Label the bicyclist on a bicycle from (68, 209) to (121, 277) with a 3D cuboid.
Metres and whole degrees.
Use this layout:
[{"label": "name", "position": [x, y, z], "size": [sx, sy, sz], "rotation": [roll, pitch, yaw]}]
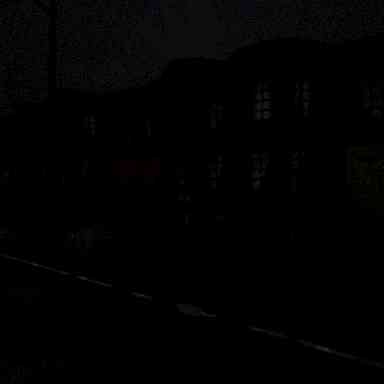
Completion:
[{"label": "bicyclist on a bicycle", "position": [-2.493, 1.209, 8.454], "size": [0.582, 1.620, 1.656], "rotation": [2, 10, 37]}]
